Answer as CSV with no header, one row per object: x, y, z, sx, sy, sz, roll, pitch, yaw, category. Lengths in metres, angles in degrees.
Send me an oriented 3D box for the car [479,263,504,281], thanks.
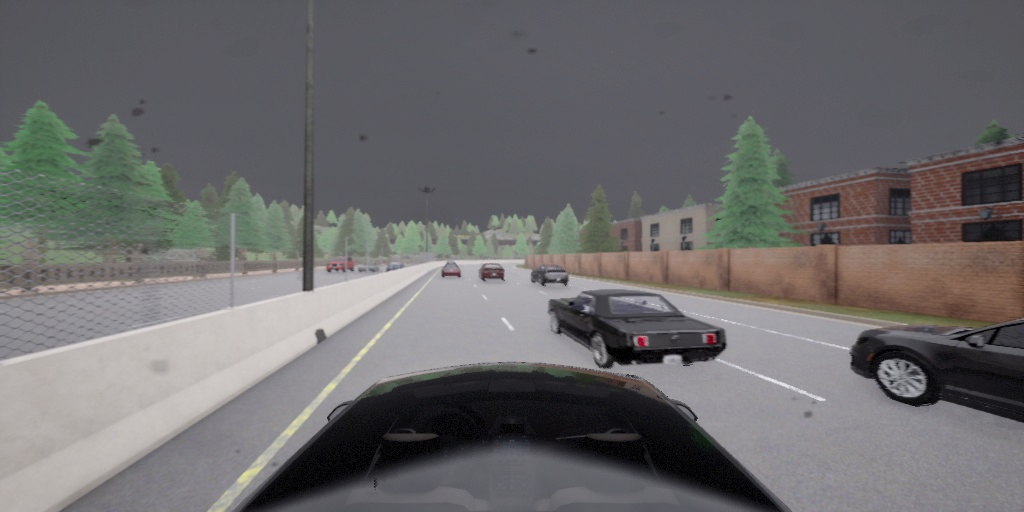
-1.903,1.391,32.201,1.882,1.535,5.008,0,0,-10,car

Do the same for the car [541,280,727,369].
2.232,1.396,7.990,1.895,1.301,4.718,0,0,-10,car

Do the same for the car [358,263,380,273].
-18.755,1.521,47.040,1.895,1.301,4.718,0,0,-9,car

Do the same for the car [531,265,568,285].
2.663,1.392,26.259,2.128,1.511,4.902,0,0,-10,car

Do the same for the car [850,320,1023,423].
6.521,1.296,3.660,1.837,1.490,4.892,0,0,-10,car

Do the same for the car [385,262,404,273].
-15.173,1.460,46.807,1.812,1.442,4.674,0,-1,-9,car

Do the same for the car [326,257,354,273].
-22.232,1.128,46.640,2.150,2.045,5.566,0,-1,-9,car

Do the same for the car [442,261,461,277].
-6.521,1.491,38.450,1.994,1.385,4.181,0,0,-10,car
